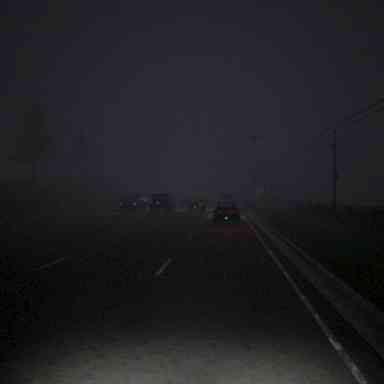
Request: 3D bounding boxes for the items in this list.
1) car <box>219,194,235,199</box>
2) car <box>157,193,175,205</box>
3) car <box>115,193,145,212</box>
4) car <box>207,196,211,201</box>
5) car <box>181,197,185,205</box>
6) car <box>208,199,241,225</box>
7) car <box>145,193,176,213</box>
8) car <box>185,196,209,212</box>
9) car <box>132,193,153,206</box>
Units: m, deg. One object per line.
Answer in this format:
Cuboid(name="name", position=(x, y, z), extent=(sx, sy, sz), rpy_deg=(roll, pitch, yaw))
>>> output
Cuboid(name="car", position=(5.143, 1.285, 49.270), extent=(2.150, 2.045, 5.566), rpy_deg=(1, 0, 6))
Cuboid(name="car", position=(-4.461, 1.186, 58.350), extent=(2.150, 2.045, 5.566), rpy_deg=(1, -1, 6))
Cuboid(name="car", position=(-6.627, 1.294, 37.708), extent=(2.097, 1.767, 4.553), rpy_deg=(1, 0, 6))
Cuboid(name="car", position=(2.631, 1.542, 58.892), extent=(1.837, 1.490, 4.892), rpy_deg=(1, -1, 6))
Cuboid(name="car", position=(-0.858, 1.532, 59.167), extent=(1.812, 1.442, 4.674), rpy_deg=(1, 0, 6))
Cuboid(name="car", position=(2.538, 1.523, 24.435), extent=(2.128, 1.511, 4.902), rpy_deg=(1, 0, 6))
Cuboid(name="car", position=(-3.202, 1.195, 36.803), extent=(2.150, 2.045, 5.566), rpy_deg=(1, 0, 6))
Cuboid(name="car", position=(0.627, 1.542, 39.790), extent=(1.812, 1.442, 4.674), rpy_deg=(1, 0, 6))
Cuboid(name="car", position=(-8.223, 1.151, 56.048), extent=(2.150, 2.045, 5.566), rpy_deg=(1, 0, 6))
